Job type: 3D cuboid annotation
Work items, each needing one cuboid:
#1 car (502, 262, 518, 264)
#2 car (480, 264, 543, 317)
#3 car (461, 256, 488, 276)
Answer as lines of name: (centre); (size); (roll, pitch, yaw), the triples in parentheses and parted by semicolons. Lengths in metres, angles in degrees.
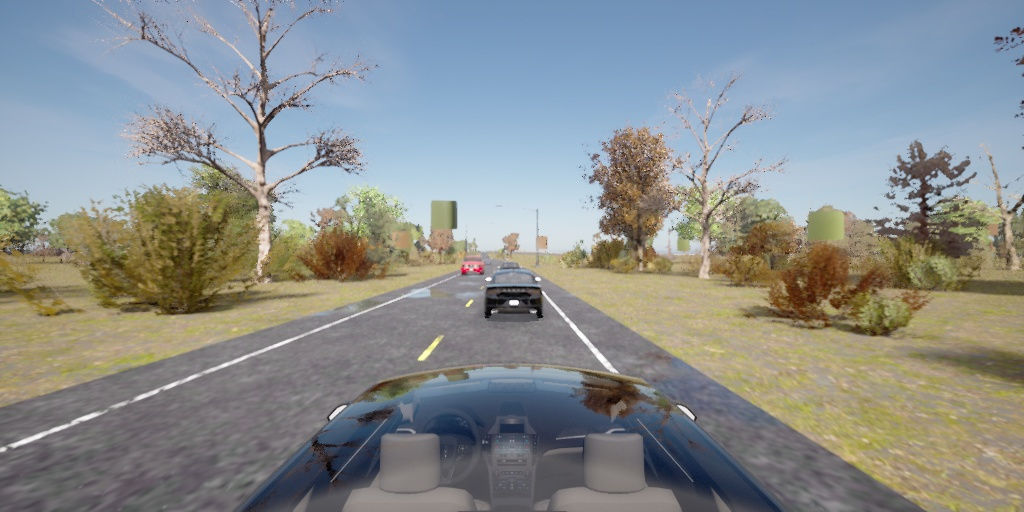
car: (-0.167, 1.258, 30.221); (1.837, 1.490, 4.892); (0, 0, -1)
car: (0.047, 1.228, 13.156); (1.882, 1.535, 5.008); (0, 0, 0)
car: (-4.013, 0.976, 37.449); (2.150, 2.045, 5.566); (0, 0, -1)
